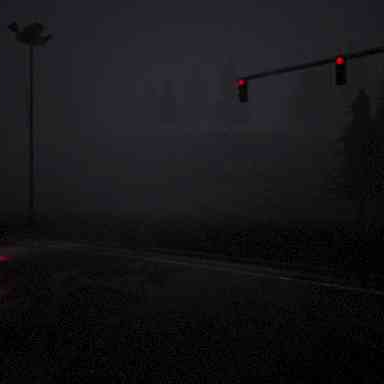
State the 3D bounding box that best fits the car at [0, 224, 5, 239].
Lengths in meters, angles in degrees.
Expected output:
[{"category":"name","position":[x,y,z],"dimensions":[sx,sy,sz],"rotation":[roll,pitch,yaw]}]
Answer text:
[{"category":"car","position":[-10.272,1.580,14.287],"dimensions":[4.718,1.301,1.895],"rotation":[0,0,29]}]
